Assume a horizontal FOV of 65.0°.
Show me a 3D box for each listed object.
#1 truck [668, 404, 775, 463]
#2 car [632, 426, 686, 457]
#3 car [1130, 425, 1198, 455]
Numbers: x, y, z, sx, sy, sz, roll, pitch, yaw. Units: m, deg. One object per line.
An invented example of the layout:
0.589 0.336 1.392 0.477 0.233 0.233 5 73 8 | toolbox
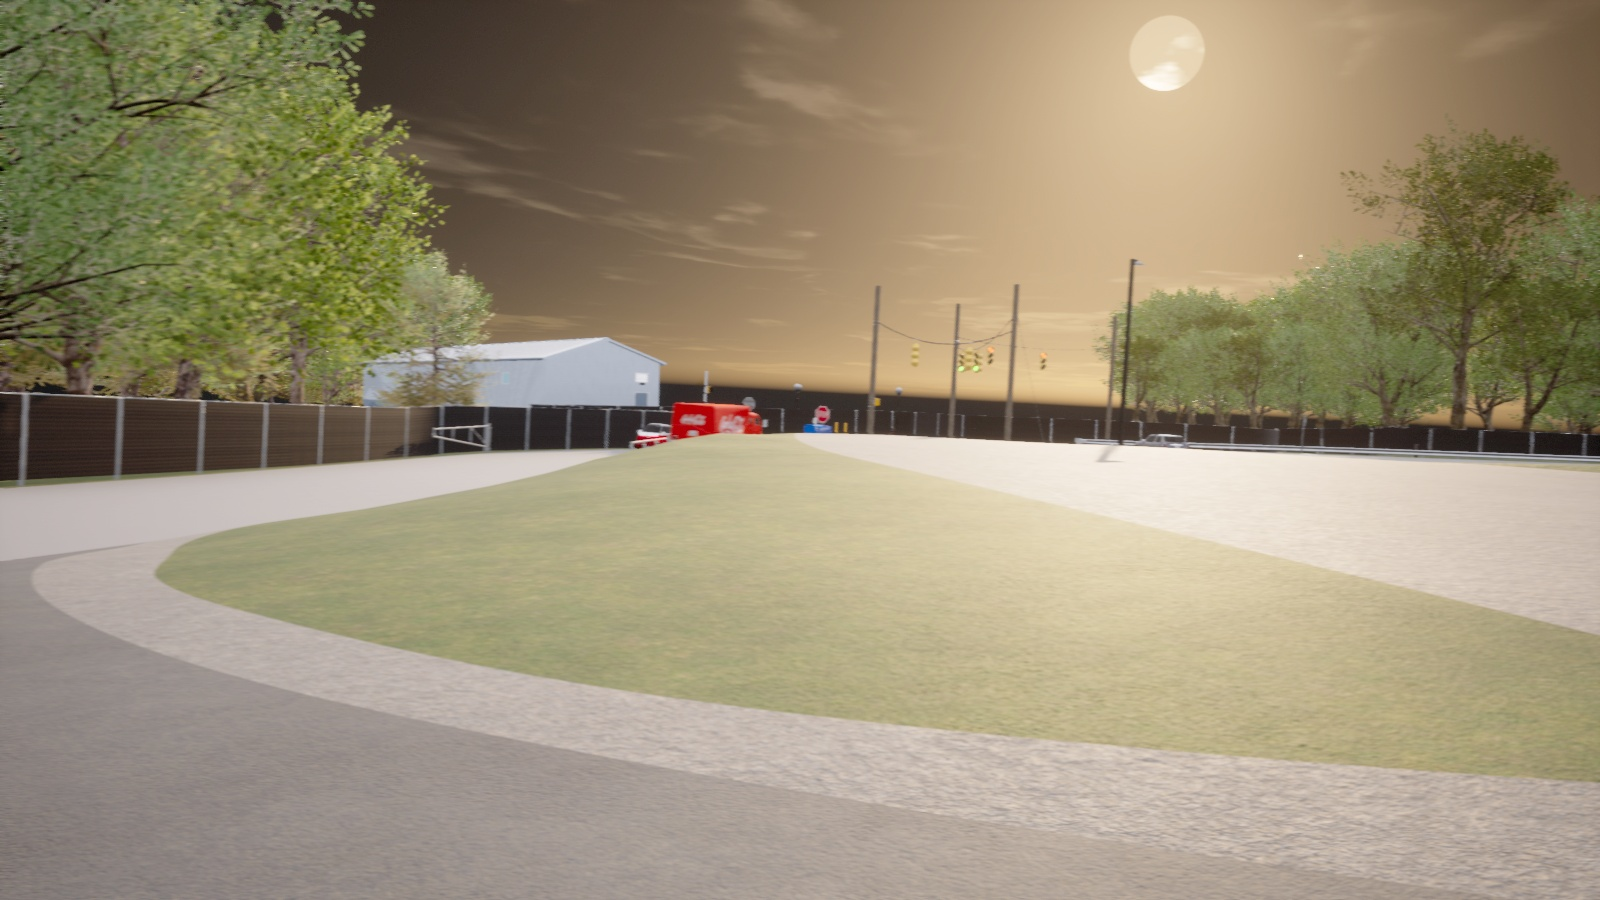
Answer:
-3.528 -0.796 57.795 2.627 2.467 5.204 3 2 26 | truck
-6.644 -0.431 59.329 1.481 1.376 2.207 3 2 28 | car
19.591 -0.570 67.789 1.970 1.475 3.806 1 1 -11 | car
